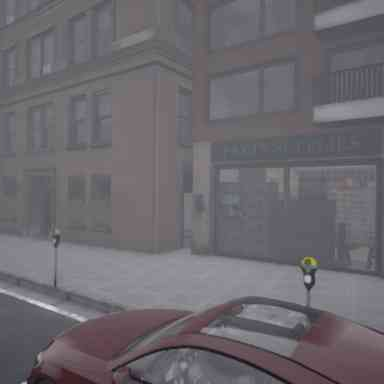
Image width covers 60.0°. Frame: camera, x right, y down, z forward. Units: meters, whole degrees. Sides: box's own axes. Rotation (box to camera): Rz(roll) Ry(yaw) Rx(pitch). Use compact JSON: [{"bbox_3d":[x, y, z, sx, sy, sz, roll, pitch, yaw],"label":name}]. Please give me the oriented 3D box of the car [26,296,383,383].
[{"bbox_3d":[0.380,1.579,2.681,4.206,1.307,1.802,0,1,36],"label":"car"}]
